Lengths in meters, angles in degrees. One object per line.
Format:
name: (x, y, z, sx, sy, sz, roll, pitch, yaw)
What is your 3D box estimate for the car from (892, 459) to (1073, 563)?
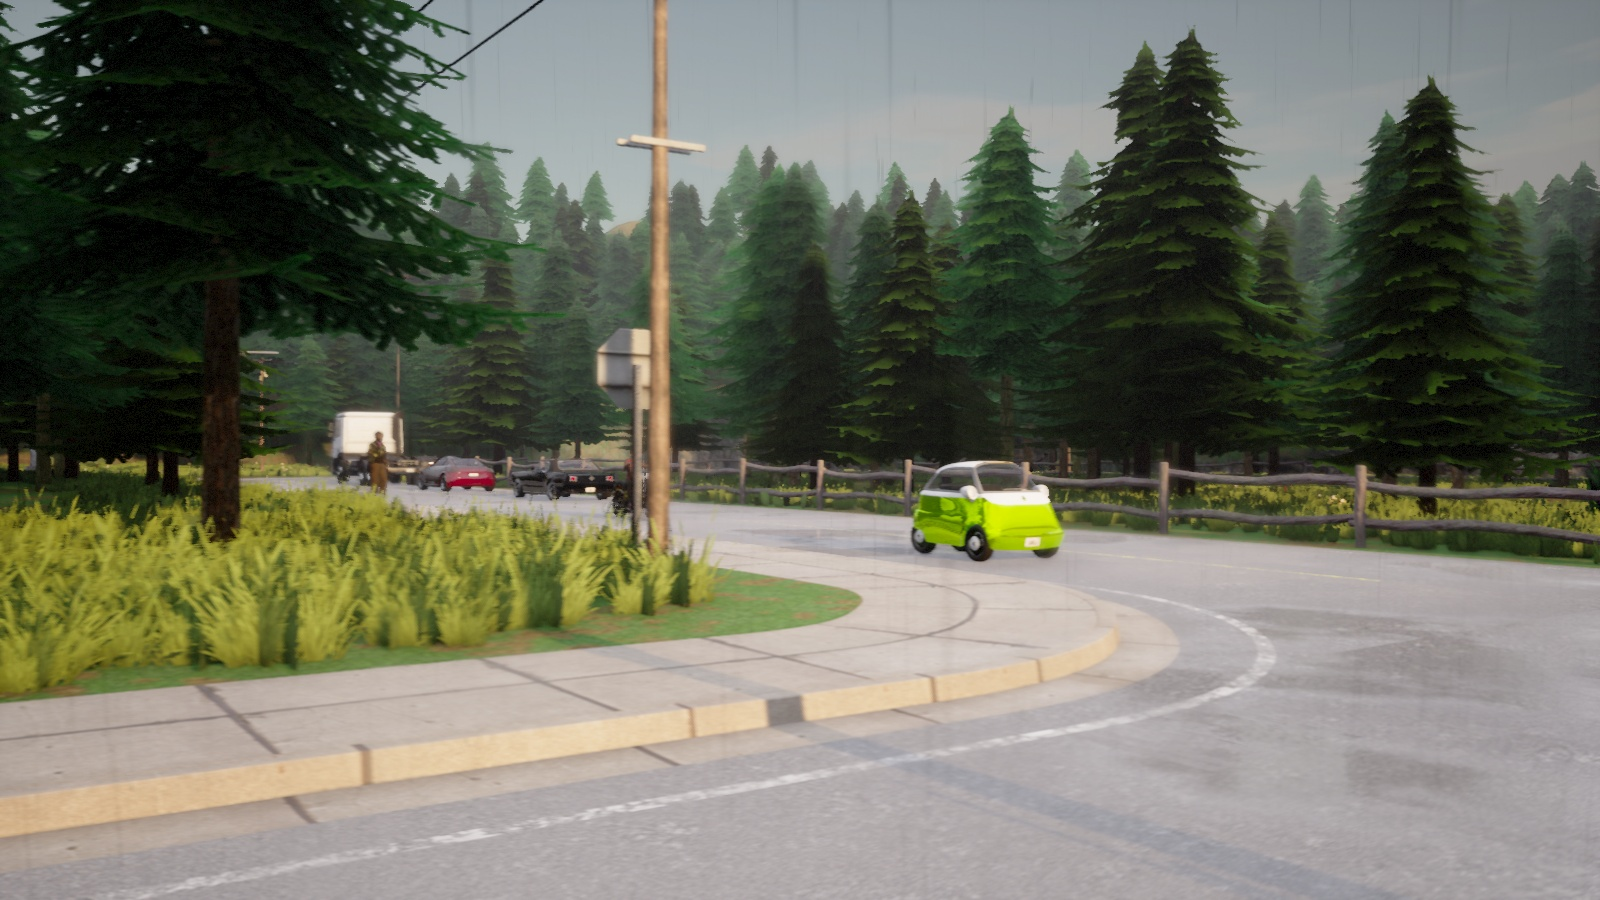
car: (2.569, 0.822, 17.983, 1.481, 1.376, 2.207, 0, -1, -32)

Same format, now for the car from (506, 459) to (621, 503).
car: (-7.607, 0.958, 40.040, 1.895, 1.301, 4.718, 0, 0, -34)

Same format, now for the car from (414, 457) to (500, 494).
car: (-13.334, 0.955, 48.643, 1.994, 1.385, 4.181, 0, 0, -34)

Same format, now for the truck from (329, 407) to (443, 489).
truck: (-18.883, -0.058, 56.971, 2.891, 3.462, 7.936, 0, 0, -34)

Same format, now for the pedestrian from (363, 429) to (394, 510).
pedestrian: (-10.216, 0.474, 30.457, 0.692, 1.930, 0.395, 0, 0, 39)

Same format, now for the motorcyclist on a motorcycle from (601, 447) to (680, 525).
motorcyclist on a motorcycle: (-3.535, 0.755, 27.632, 0.766, 1.649, 2.350, 0, 0, -33)
